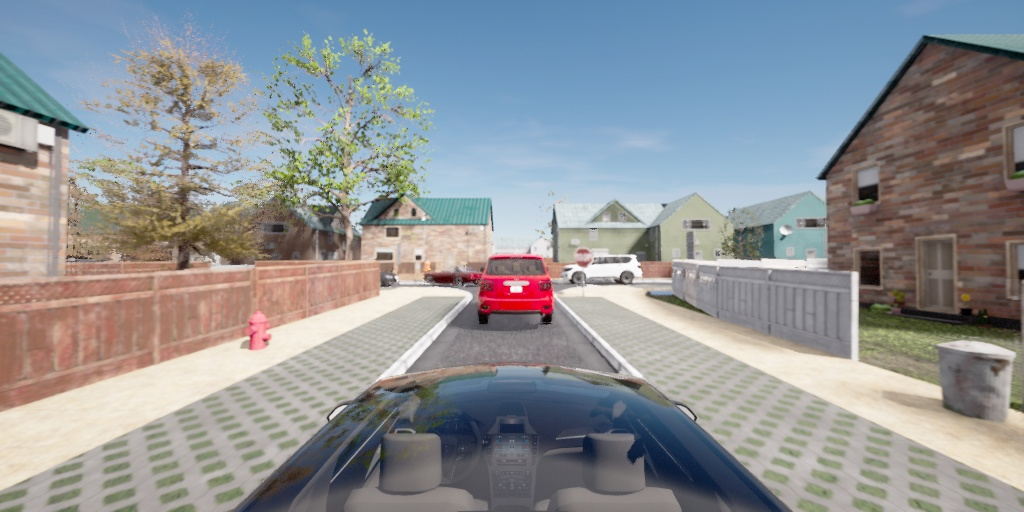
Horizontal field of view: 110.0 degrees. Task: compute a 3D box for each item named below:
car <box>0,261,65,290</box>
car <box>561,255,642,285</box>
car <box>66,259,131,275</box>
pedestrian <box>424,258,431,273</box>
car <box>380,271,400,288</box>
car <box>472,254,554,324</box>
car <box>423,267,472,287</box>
[{"bbox_3d":[-36.428,1.398,25.920,5.566,2.045,2.150,-1,-1,1],"label":"car"},{"bbox_3d":[6.283,0.950,25.386,5.566,2.045,2.150,-1,-1,1],"label":"car"},{"bbox_3d":[-27.010,1.220,22.856,5.566,2.045,2.150,-1,-1,1],"label":"car"},{"bbox_3d":[-6.725,1.057,28.462,0.375,1.860,0.375,0,-1,1],"label":"pedestrian"},{"bbox_3d":[-9.638,1.301,22.631,4.902,1.511,2.128,-1,-1,1],"label":"car"},{"bbox_3d":[0.074,0.952,12.011,2.150,2.045,5.566,0,0,-1],"label":"car"},{"bbox_3d":[-3.998,1.404,24.825,4.718,1.301,1.895,-2,-2,38],"label":"car"}]
